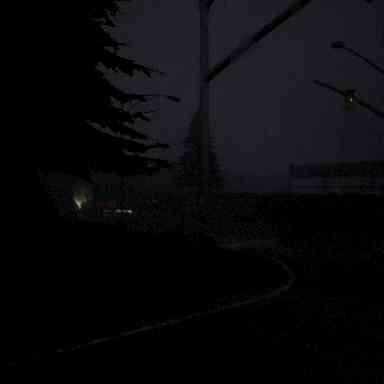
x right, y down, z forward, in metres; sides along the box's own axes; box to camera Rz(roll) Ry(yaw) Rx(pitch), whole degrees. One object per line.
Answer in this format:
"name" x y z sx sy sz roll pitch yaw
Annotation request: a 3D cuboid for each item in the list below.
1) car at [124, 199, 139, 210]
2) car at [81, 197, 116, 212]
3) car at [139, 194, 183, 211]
"car" -6.684 1.561 42.406 1.994 1.385 4.181 0 0 36
"car" -10.827 1.346 38.345 4.553 1.767 2.097 0 0 37
"car" -3.443 1.220 41.411 2.150 2.045 5.566 -1 0 39
